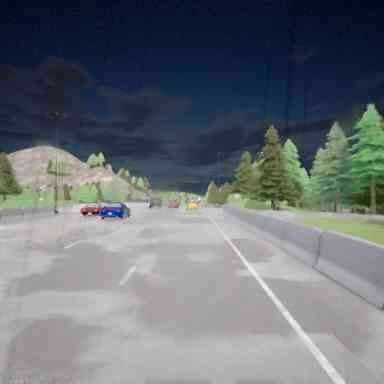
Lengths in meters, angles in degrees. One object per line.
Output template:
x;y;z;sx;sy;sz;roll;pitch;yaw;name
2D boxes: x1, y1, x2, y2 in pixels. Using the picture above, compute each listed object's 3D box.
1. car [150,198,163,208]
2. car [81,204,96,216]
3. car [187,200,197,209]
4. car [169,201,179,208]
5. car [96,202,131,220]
-7.075;2.174;65.849;2.150;2.045;5.566;0;-1;-1;car
-10.393;1.929;36.085;1.895;1.301;4.718;0;-1;0;car
0.001;2.264;59.488;1.801;1.575;5.366;0;-1;-1;car
-3.594;2.518;66.050;1.994;1.385;4.181;0;-1;-1;car
-6.892;1.704;30.476;1.882;1.535;5.008;0;-1;0;car
